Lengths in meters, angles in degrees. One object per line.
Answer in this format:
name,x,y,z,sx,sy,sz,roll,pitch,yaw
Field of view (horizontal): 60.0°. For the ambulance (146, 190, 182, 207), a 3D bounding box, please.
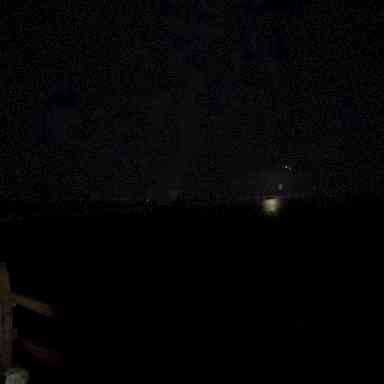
ambulance,-4.217,0.900,50.924,2.351,2.431,6.366,2,2,35
